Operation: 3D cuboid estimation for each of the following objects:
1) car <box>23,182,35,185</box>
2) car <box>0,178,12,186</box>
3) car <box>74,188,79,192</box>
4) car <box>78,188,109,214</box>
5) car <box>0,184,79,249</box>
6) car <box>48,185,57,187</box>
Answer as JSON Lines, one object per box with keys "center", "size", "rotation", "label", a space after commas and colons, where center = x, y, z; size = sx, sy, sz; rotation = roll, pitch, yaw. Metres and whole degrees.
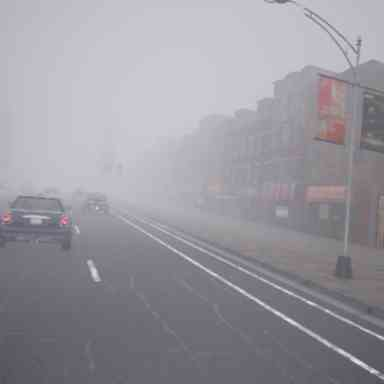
{"center": [-24.176, -0.695, 49.098], "size": [1.882, 1.535, 5.008], "rotation": [6, -1, -22], "label": "car"}
{"center": [-27.170, -1.123, 47.897], "size": [2.097, 1.767, 4.553], "rotation": [6, -1, -22], "label": "car"}
{"center": [-13.794, 0.229, 41.045], "size": [1.837, 1.490, 4.892], "rotation": [6, 0, -22], "label": "car"}
{"center": [-7.476, 0.764, 25.457], "size": [1.837, 1.490, 4.892], "rotation": [6, 0, -22], "label": "car"}
{"center": [-5.416, 0.808, 11.841], "size": [2.097, 1.767, 4.553], "rotation": [6, 0, -22], "label": "car"}
{"center": [-16.169, -0.009, 38.355], "size": [1.812, 1.442, 4.674], "rotation": [6, -1, -22], "label": "car"}
